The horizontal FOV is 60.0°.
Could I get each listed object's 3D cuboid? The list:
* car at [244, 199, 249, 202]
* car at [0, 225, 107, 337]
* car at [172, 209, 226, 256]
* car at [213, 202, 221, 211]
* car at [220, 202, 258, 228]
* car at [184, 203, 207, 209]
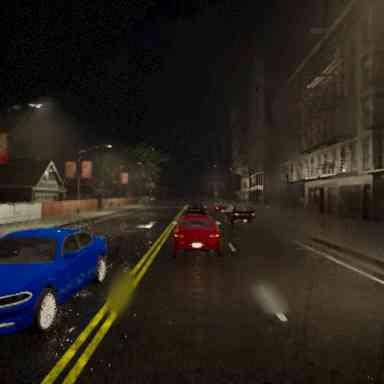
[{"bbox_3d":[16.987,2.355,93.978,4.313,1.339,1.947,0,-1,0],"label":"car"},{"bbox_3d":[-3.257,1.537,7.085,1.882,1.535,5.008,0,-1,1],"label":"car"},{"bbox_3d":[0.181,1.645,13.524,1.812,1.442,4.674,0,0,0],"label":"car"},{"bbox_3d":[3.614,1.953,41.354,1.895,1.301,4.718,0,0,0],"label":"car"},{"bbox_3d":[3.502,1.705,24.152,2.128,1.511,4.902,0,0,0],"label":"car"},{"bbox_3d":[0.299,1.773,31.428,1.837,1.490,4.892,0,0,0],"label":"car"}]
